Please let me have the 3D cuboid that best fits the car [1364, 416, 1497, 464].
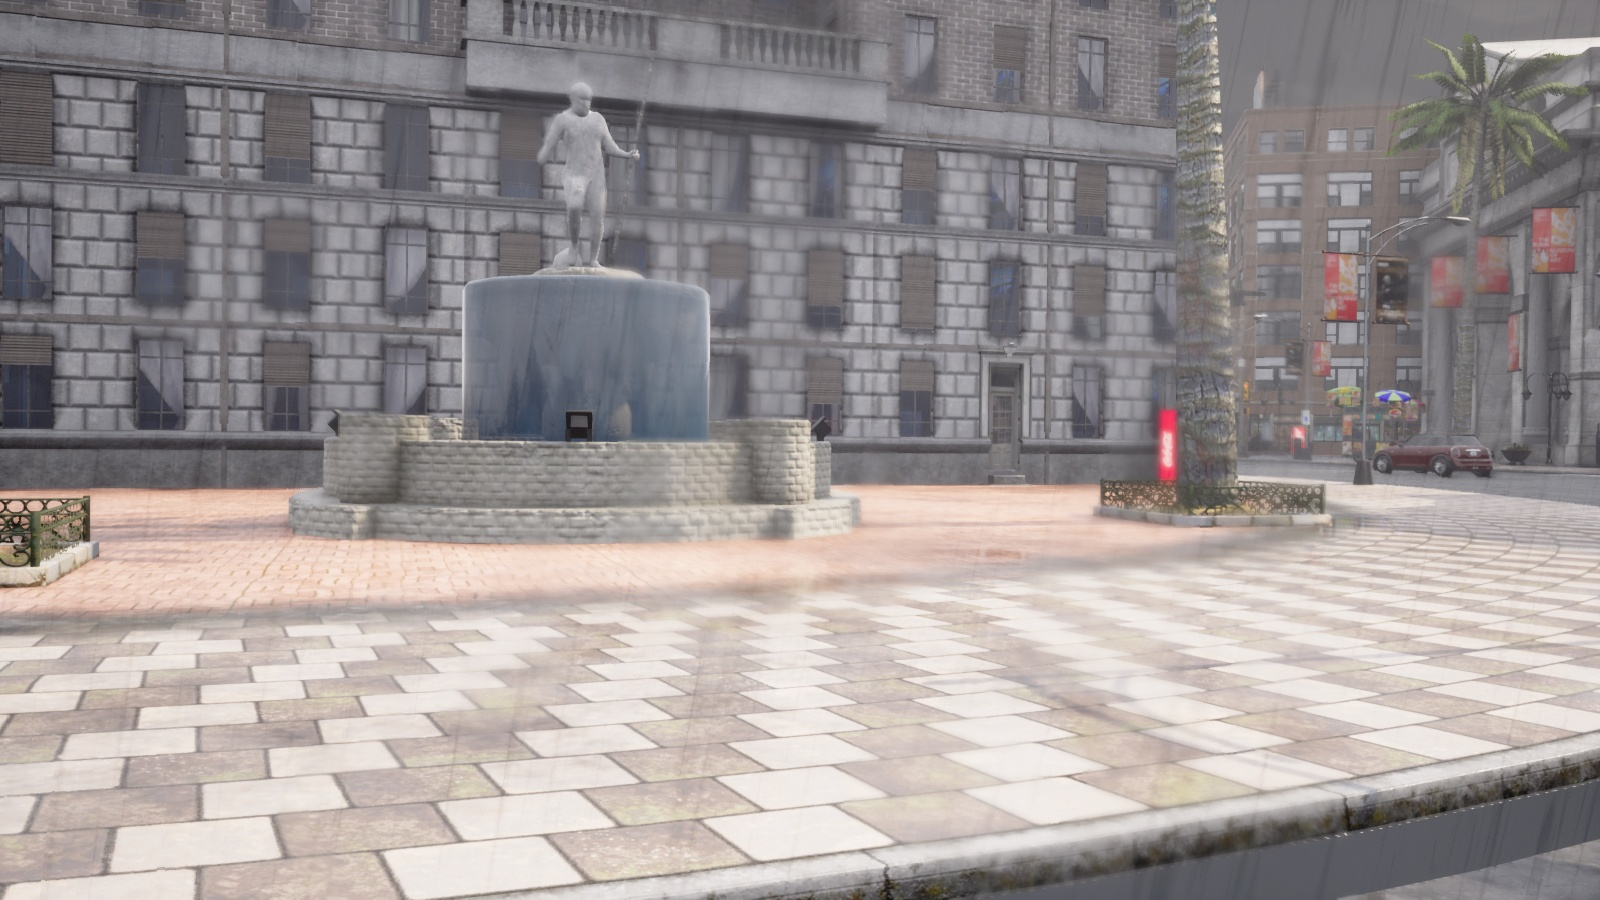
[{"bbox_3d":[24.735,-0.415,49.460,2.097,1.767,4.553,-1,1,-17],"label":"car"}]
